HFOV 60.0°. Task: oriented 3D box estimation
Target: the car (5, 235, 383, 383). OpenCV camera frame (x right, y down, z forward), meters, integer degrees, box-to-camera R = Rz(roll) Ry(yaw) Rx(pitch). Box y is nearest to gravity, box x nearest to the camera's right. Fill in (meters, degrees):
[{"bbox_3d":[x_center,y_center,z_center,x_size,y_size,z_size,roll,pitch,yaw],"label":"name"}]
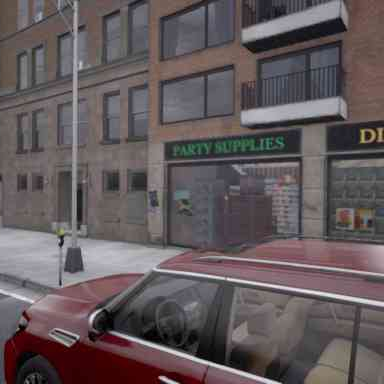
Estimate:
[{"bbox_3d":[0.547,1.315,2.676,5.009,1.841,2.192,0,1,35],"label":"car"}]
